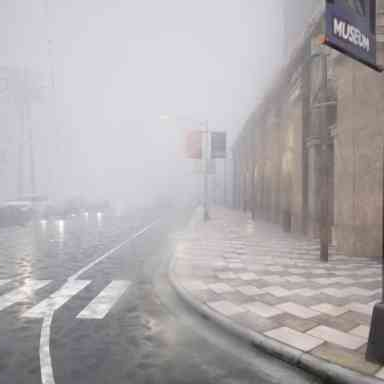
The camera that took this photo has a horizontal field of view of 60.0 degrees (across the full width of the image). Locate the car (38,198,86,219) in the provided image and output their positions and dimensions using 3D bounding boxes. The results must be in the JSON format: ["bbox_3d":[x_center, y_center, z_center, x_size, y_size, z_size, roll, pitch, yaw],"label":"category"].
[{"bbox_3d":[-11.395,1.526,29.480,1.812,1.442,4.674,0,0,2],"label":"car"}]

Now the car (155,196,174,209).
[{"bbox_3d":[-3.710,1.341,45.122,2.097,1.767,4.553,0,0,2],"label":"car"}]

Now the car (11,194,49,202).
[{"bbox_3d":[-14.871,1.221,30.347,2.150,2.045,5.566,0,0,2],"label":"car"}]

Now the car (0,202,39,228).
[{"bbox_3d":[-11.697,1.547,20.057,2.033,1.411,5.357,0,0,2],"label":"car"}]

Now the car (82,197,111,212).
[{"bbox_3d":[-11.012,1.526,39.362,1.812,1.442,4.674,0,0,2],"label":"car"}]
